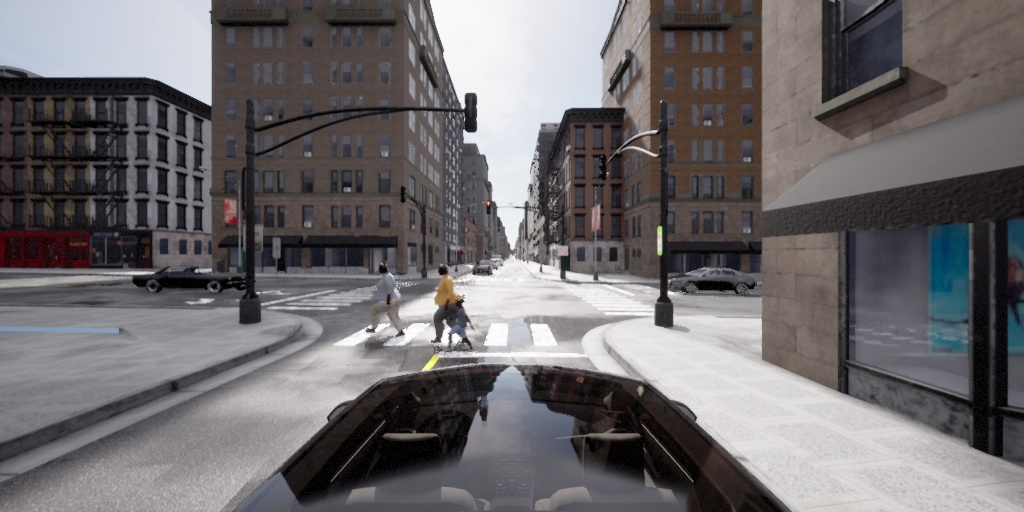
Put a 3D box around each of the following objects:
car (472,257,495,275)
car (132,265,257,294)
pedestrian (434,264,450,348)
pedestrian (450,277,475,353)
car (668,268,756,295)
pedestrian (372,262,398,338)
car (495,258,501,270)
[{"bbox_3d":[-3.068,1.209,37.917,1.837,1.490,4.892,0,0,0],"label":"car"},{"bbox_3d":[-15.394,1.114,17.590,4.718,1.301,1.895,1,0,0],"label":"car"},{"bbox_3d":[-1.475,1.034,8.037,0.375,1.860,0.375,0,0,0],"label":"pedestrian"},{"bbox_3d":[-1.007,1.038,7.385,0.375,1.860,0.375,0,0,0],"label":"pedestrian"},{"bbox_3d":[11.488,1.429,20.937,4.902,1.511,2.128,1,0,0],"label":"car"},{"bbox_3d":[-3.047,1.031,8.639,0.375,1.860,0.375,0,0,0],"label":"pedestrian"},{"bbox_3d":[-3.020,1.286,51.036,1.895,1.301,4.718,0,0,1],"label":"car"}]
